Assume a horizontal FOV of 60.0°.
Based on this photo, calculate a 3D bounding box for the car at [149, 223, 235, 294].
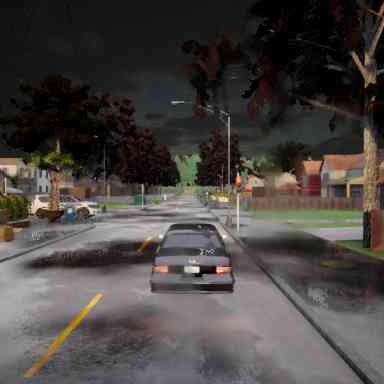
[{"bbox_3d":[0.016,1.547,8.935,2.033,1.411,5.357,0,0,0],"label":"car"}]

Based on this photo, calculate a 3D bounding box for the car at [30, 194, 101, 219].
[{"bbox_3d":[-10.678,1.222,28.207,5.566,2.045,2.150,0,0,-3],"label":"car"}]
